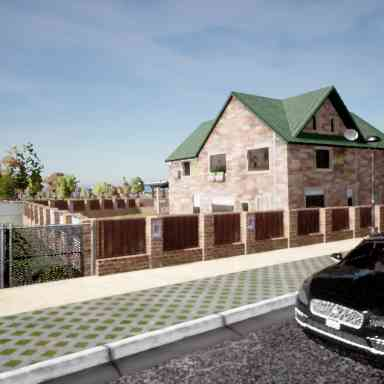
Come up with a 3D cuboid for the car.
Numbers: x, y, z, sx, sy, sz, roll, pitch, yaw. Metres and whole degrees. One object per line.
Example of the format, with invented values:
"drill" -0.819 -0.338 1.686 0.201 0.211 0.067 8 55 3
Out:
"car" 3.844 1.500 5.814 4.892 1.490 1.837 0 0 -35
